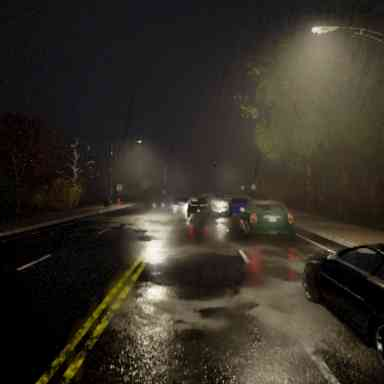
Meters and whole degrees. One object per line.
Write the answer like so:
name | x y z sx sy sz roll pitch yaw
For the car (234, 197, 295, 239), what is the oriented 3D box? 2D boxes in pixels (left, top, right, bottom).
car | 3.467 1.176 16.238 2.097 1.767 4.553 0 1 1

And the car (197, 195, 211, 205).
car | 1.764 1.062 47.247 1.895 1.301 4.718 0 1 4

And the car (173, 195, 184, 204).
car | -1.538 1.050 48.222 1.895 1.301 4.718 0 1 4

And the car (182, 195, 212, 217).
car | 0.633 1.185 27.567 2.128 1.511 4.902 0 1 3

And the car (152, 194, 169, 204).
car | -4.646 0.975 50.032 2.033 1.411 5.357 0 1 4

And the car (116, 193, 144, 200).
car | -12.462 0.923 67.004 5.357 1.411 2.033 -1 0 12

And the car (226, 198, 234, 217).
car | 3.827 1.176 27.188 1.882 1.535 5.008 0 1 2

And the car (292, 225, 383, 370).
car | 3.277 1.508 5.348 1.994 1.385 4.181 0 1 1
